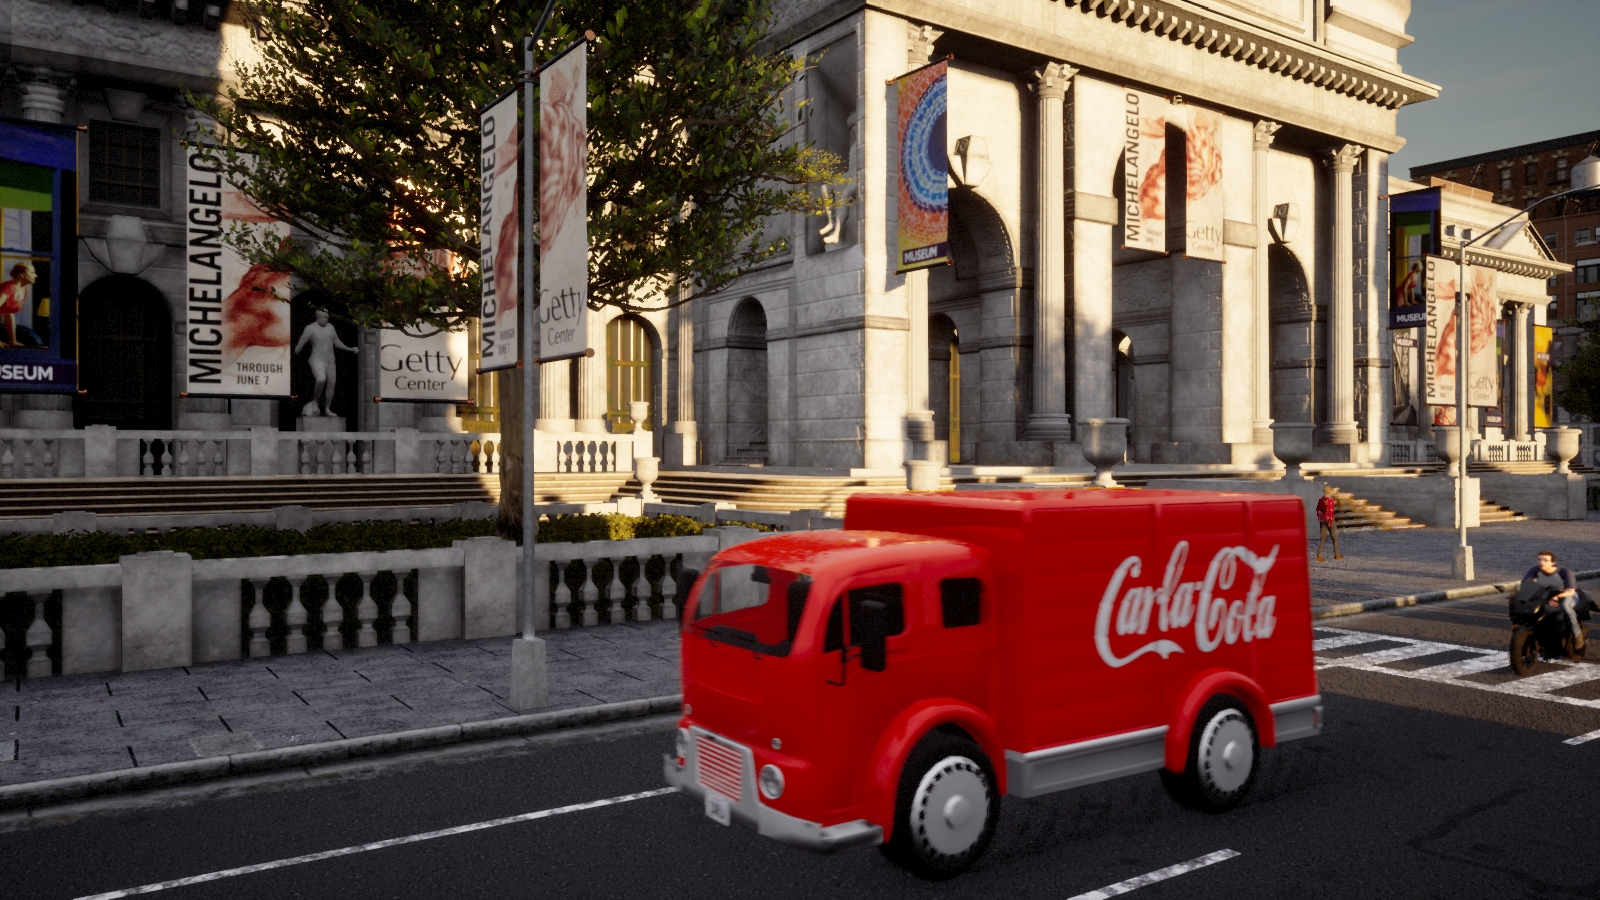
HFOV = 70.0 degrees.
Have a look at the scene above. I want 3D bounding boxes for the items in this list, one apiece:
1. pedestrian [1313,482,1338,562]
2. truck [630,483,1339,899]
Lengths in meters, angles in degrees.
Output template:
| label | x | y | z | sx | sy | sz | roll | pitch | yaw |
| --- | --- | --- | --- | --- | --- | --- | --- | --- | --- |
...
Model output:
| label | x | y | z | sx | sy | sz | roll | pitch | yaw |
| --- | --- | --- | --- | --- | --- | --- | --- | --- | --- |
| pedestrian | 12.404 | 1.696 | 26.962 | 0.375 | 1.860 | 0.375 | 0 | 0 | -30 |
| truck | 1.593 | 1.568 | 9.113 | 5.204 | 2.467 | 2.627 | 0 | 0 | -34 |
